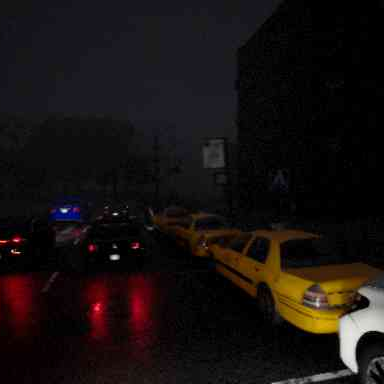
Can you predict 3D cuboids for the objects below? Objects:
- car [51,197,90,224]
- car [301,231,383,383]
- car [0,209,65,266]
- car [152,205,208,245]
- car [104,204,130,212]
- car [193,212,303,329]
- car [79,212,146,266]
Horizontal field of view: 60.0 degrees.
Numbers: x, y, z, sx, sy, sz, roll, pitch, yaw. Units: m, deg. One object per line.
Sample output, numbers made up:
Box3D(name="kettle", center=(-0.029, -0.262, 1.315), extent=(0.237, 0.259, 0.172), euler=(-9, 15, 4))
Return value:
Box3D(name="car", center=(-9.165, 1.400, 25.387), extent=(2.150, 2.045, 5.566), euler=(-1, 0, -10))
Box3D(name="car", center=(3.154, 1.140, 1.390), extent=(2.435, 2.045, 5.566), euler=(-2, 0, -14))
Box3D(name="car", center=(-6.093, 1.626, 11.747), extent=(2.128, 1.511, 4.902), euler=(-2, 0, -14))
Box3D(name="car", center=(-0.988, 1.463, 17.728), extent=(1.946, 1.575, 5.366), euler=(-2, 0, -14))
Box3D(name="car", center=(-6.189, 1.669, 27.462), extent=(1.994, 1.385, 4.181), euler=(-1, 0, -9))
Box3D(name="car", center=(1.729, 1.413, 7.020), extent=(1.946, 1.575, 5.366), euler=(-2, 0, -14))
Box3D(name="car", center=(-2.804, 1.647, 11.975), extent=(1.895, 1.301, 4.718), euler=(-2, 0, -14))
